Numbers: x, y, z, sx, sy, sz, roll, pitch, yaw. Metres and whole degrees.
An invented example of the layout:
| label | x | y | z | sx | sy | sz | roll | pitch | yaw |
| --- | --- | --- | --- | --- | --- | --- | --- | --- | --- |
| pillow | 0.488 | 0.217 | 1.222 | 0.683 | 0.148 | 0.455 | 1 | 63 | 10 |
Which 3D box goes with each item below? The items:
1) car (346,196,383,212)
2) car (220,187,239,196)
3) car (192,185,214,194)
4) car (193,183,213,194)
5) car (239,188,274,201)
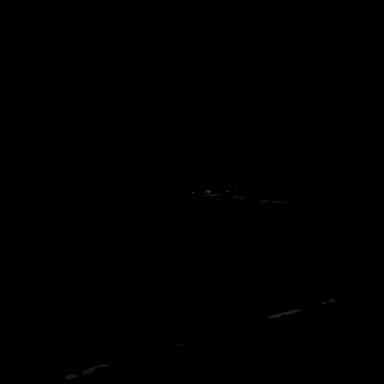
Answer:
| label | x | y | z | sx | sy | sz | roll | pitch | yaw |
| --- | --- | --- | --- | --- | --- | --- | --- | --- | --- |
| car | 16.143 | 1.093 | 29.157 | 1.895 | 1.301 | 4.718 | 2 | 2 | -26 |
| car | 6.495 | -0.109 | 56.061 | 2.128 | 1.511 | 4.902 | 2 | 2 | -26 |
| car | 2.075 | -0.475 | 64.959 | 2.033 | 1.411 | 5.357 | 2 | 2 | -26 |
| car | 1.958 | -0.706 | 58.402 | 1.837 | 1.490 | 4.892 | 2 | 2 | -26 |
| car | 8.799 | 0.275 | 44.198 | 1.882 | 1.535 | 5.008 | 2 | 2 | -26 |
